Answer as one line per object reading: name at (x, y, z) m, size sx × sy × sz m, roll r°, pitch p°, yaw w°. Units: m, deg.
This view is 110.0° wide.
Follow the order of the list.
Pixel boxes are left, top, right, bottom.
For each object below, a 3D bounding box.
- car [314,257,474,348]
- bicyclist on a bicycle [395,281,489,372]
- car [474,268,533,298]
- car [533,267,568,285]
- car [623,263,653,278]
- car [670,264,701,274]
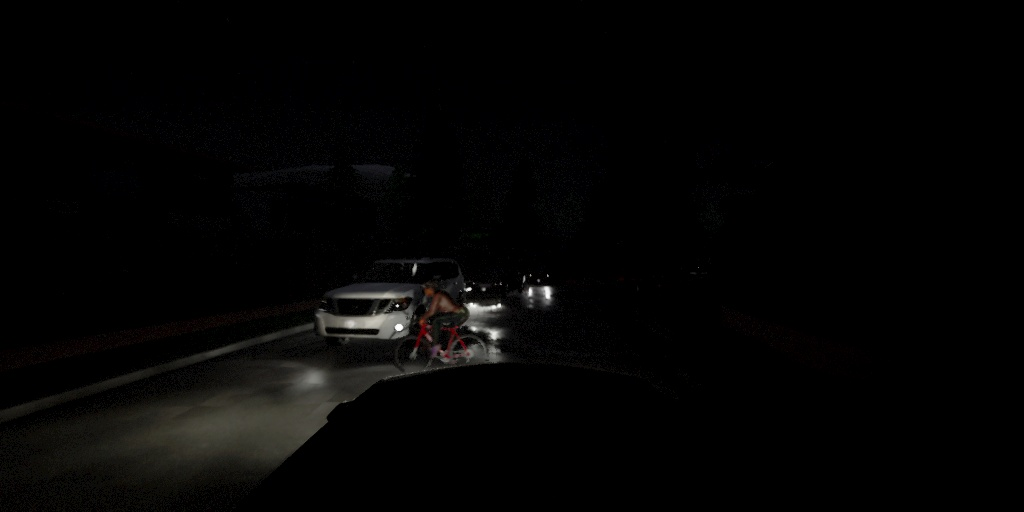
car at (-2.856, 1.047, 9.916) m, size 2.150 × 2.045 × 5.566 m, roll 0°, pitch -1°, yaw 8°
bicyclist on a bicycle at (-1.236, 1.243, 6.177) m, size 1.656 × 1.620 × 0.582 m, roll -2°, pitch -1°, yaw 3°
car at (-0.634, 1.410, 20.081) m, size 2.128 × 1.511 × 4.902 m, roll 0°, pitch -1°, yaw 18°
car at (3.042, 1.607, 29.547) m, size 1.895 × 1.301 × 4.718 m, roll 0°, pitch -1°, yaw 26°
car at (13.856, 1.577, 39.284) m, size 1.882 × 1.535 × 5.008 m, roll 0°, pitch -1°, yaw 40°
car at (23.518, 1.734, 48.492) m, size 5.357 × 1.411 × 2.033 m, roll 0°, pitch -1°, yaw -37°
